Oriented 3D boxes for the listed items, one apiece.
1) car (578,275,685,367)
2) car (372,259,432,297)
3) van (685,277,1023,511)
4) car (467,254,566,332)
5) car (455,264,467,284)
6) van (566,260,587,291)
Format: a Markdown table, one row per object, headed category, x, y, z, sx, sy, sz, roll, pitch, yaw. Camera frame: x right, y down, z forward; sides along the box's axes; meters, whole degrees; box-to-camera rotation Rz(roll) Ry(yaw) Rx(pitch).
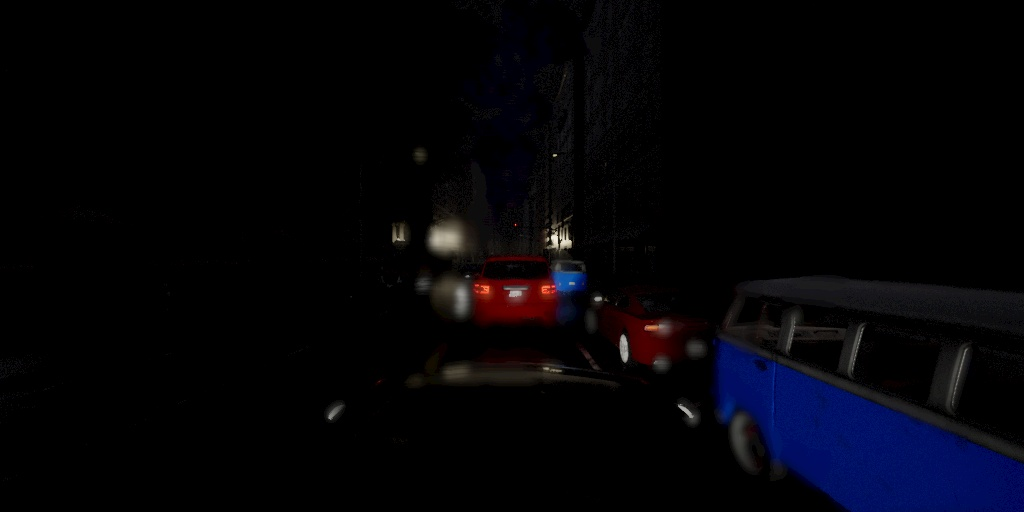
| category | x | y | z | sx | sy | sz | roll | pitch | yaw |
| --- | --- | --- | --- | --- | --- | --- | --- | --- | --- |
| car | 2.867 | 1.294 | 7.768 | 1.888 | 1.381 | 4.507 | 0 | 0 | 0 |
| car | -5.635 | 1.060 | 19.066 | 2.192 | 1.841 | 5.009 | 0 | 0 | 0 |
| van | 2.856 | 1.091 | 2.107 | 1.690 | 1.789 | 3.998 | 0 | 0 | 0 |
| car | 0.119 | 0.970 | 10.991 | 2.150 | 2.045 | 5.566 | 0 | 0 | 0 |
| car | -2.977 | 1.304 | 26.849 | 1.994 | 1.385 | 4.181 | 0 | 0 | 1 |
| van | 2.890 | 1.086 | 19.089 | 1.690 | 1.789 | 3.998 | 0 | 0 | 0 |
